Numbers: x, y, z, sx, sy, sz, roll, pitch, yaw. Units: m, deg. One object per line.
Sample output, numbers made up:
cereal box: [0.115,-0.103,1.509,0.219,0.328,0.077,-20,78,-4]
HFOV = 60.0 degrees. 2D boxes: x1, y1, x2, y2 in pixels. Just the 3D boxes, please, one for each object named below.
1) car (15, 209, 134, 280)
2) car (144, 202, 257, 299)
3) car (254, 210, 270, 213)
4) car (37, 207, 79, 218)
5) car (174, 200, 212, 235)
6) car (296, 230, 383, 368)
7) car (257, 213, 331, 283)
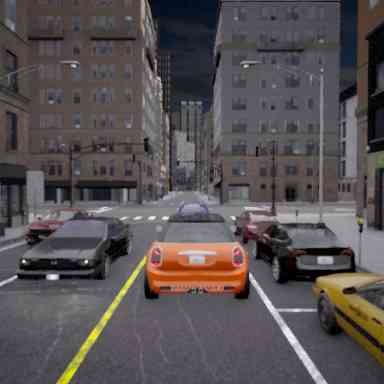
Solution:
car: [-3.029,1.459,9.942,2.033,1.411,5.357,0,0,1]
car: [0.096,1.277,8.411,2.097,1.767,4.553,0,1,0]
car: [2.865,1.450,14.802,1.802,1.307,4.206,-1,1,0]
car: [-5.681,1.413,14.798,1.887,1.381,4.507,-1,1,0]
car: [0.098,1.311,18.699,1.882,1.535,5.008,0,1,1]
car: [2.865,1.491,3.800,1.752,1.417,4.829,-1,1,0]
car: [2.865,1.483,9.216,1.947,1.339,4.313,-1,1,0]
